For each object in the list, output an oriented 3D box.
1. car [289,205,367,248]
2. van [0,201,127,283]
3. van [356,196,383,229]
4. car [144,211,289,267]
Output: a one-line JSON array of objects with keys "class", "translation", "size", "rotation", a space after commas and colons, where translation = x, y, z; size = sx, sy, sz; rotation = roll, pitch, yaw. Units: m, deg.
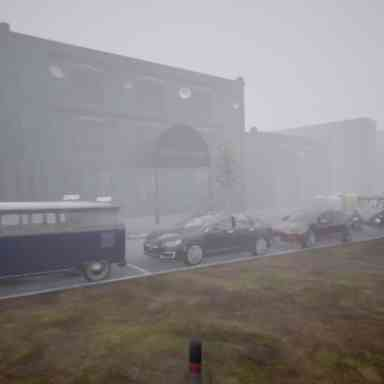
[{"class": "car", "translation": [5.221, 1.461, 14.445], "size": [4.792, 1.488, 2.163], "rotation": [1, -1, -37]}, {"class": "van", "translation": [-3.891, 1.221, 7.938], "size": [4.442, 1.987, 1.878], "rotation": [0, 0, -33]}, {"class": "van", "translation": [10.517, 1.209, 18.235], "size": [4.442, 1.987, 1.878], "rotation": [1, 0, -38]}, {"class": "car", "translation": [0.737, 1.428, 11.240], "size": [4.892, 1.521, 2.231], "rotation": [1, -1, -37]}]
